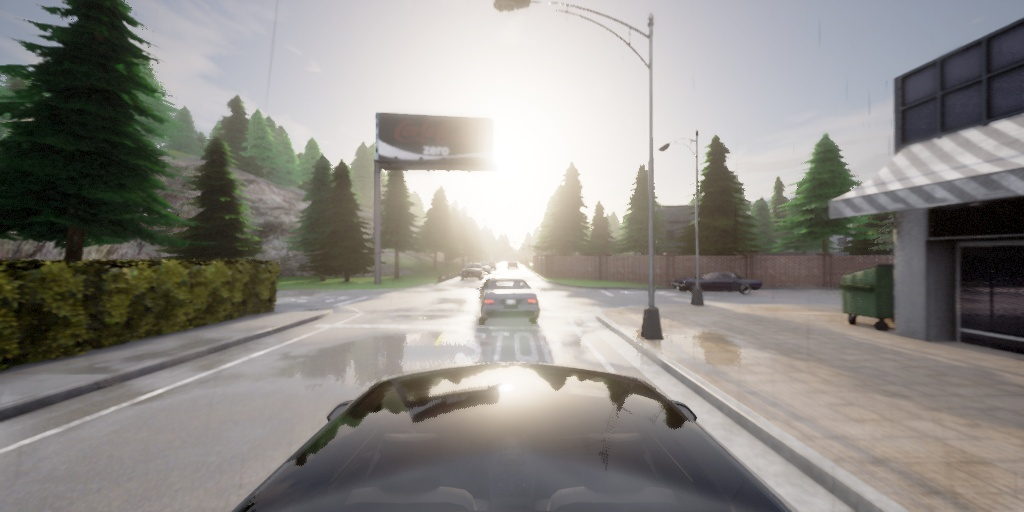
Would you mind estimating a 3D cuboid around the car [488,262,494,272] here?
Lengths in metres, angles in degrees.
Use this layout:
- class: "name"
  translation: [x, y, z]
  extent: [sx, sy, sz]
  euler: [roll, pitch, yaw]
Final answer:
- class: "car"
  translation: [-3.578, 1.495, 44.308]
  extent: [1.812, 1.442, 4.674]
  euler: [0, 0, 0]

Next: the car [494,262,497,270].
- class: "car"
  translation: [-3.545, 1.644, 58.782]
  extent: [1.895, 1.301, 4.718]
  euler: [0, 0, 1]

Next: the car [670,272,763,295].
- class: "car"
  translation: [12.337, 1.631, 21.904]
  extent: [4.718, 1.301, 1.895]
  euler: [0, 0, 1]

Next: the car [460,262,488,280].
- class: "car"
  translation: [-3.589, 1.417, 33.291]
  extent: [1.837, 1.490, 4.892]
  euler: [0, 0, 0]

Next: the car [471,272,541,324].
- class: "car"
  translation: [-0.263, 1.393, 12.271]
  extent: [2.033, 1.411, 5.357]
  euler: [0, -2, -5]
